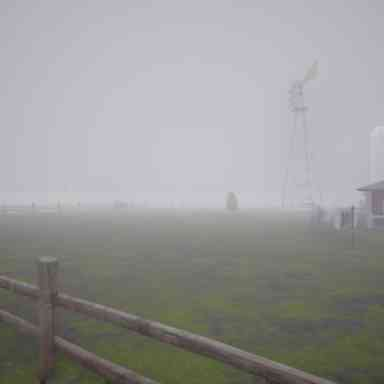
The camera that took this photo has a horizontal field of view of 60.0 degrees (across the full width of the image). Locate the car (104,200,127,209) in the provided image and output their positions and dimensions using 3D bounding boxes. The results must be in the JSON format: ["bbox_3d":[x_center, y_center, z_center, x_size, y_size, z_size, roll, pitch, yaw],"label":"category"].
[{"bbox_3d":[-14.707,2.338,63.972,2.097,1.767,4.553,-1,-2,36],"label":"car"}]
